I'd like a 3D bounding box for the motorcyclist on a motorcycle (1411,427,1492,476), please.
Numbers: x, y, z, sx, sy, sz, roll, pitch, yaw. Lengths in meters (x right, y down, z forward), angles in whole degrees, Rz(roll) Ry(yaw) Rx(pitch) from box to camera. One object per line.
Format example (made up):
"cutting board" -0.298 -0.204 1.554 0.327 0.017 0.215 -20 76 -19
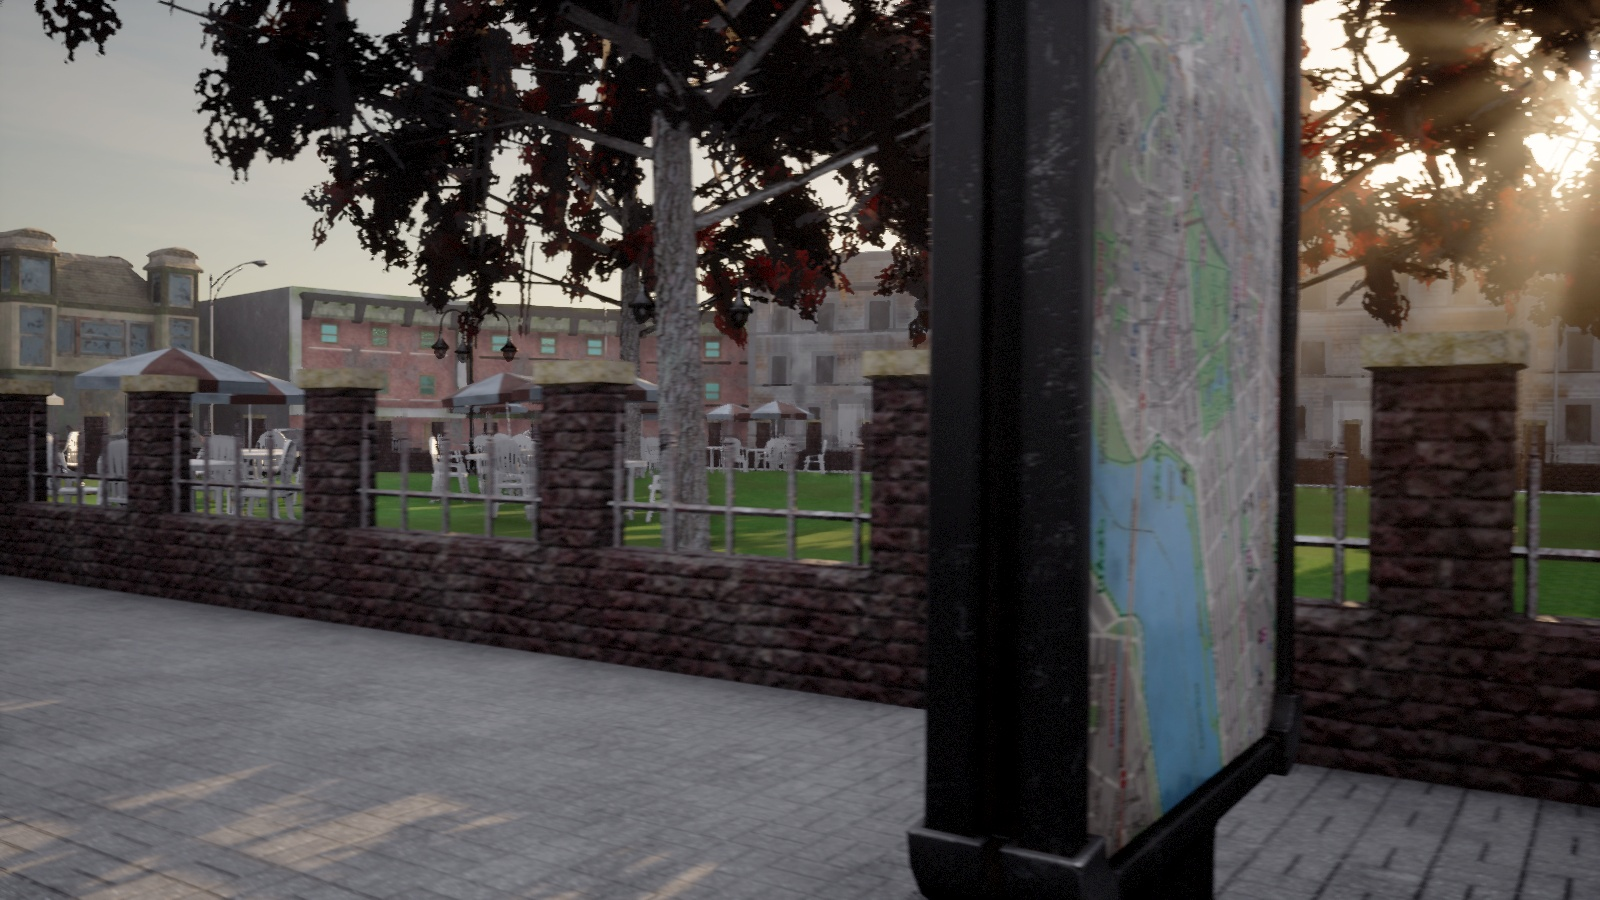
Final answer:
"motorcyclist on a motorcycle" 20.736 0.033 39.990 2.191 1.530 0.866 0 1 34

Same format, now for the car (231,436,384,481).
"car" -17.877 0.268 45.814 2.163 1.488 4.792 0 1 34

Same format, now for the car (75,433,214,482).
"car" -23.335 0.229 44.825 1.851 1.617 3.988 0 1 34
